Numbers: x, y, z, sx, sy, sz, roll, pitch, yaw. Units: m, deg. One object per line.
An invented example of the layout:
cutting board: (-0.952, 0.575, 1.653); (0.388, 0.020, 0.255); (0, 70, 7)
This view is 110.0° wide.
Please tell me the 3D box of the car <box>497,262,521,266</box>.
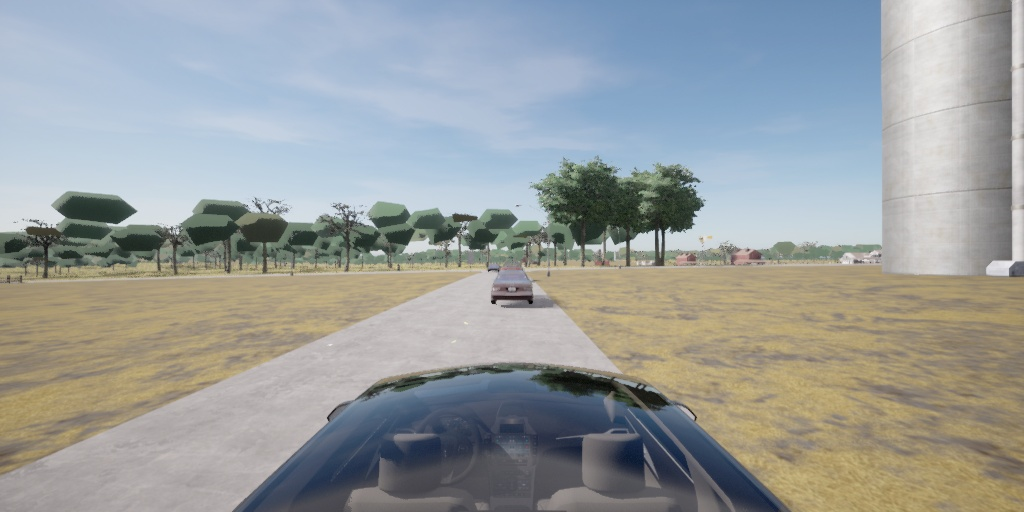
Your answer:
car: (0.001, 1.278, 31.478); (2.097, 1.767, 4.553); (0, -1, 0)

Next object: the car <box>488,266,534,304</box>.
car: (0.000, 1.356, 16.503); (2.033, 1.411, 5.357); (0, 0, 0)

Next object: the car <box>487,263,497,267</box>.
car: (-2.749, 1.838, 55.508); (2.033, 1.411, 5.357); (0, -1, 0)
